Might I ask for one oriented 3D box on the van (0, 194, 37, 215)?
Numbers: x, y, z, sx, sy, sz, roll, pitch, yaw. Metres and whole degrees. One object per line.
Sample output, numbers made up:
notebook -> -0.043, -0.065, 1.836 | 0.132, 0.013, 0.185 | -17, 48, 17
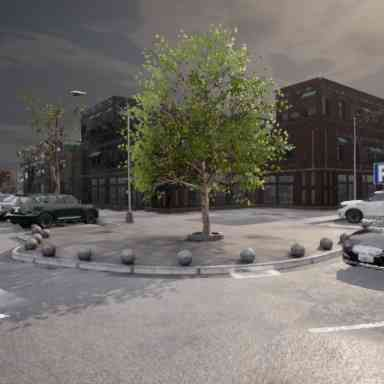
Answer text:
van -> -17.829, 1.170, 32.583 | 1.878, 1.987, 4.442 | 0, 0, 31

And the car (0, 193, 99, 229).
car -> -8.520, 1.134, 21.051 | 2.435, 2.045, 5.566 | 0, 0, 31

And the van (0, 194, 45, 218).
van -> -15.957, 1.168, 30.291 | 1.878, 1.987, 4.442 | 0, 0, 31

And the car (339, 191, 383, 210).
car -> 12.062, 0.903, 20.607 | 5.566, 2.045, 2.435 | -1, 0, 32

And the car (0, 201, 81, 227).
car -> -10.394, 1.417, 23.286 | 2.163, 1.488, 4.792 | 0, 0, 31

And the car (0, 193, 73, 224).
car -> -12.278, 1.138, 25.578 | 2.435, 2.045, 5.566 | 0, 0, 31

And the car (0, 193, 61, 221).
car -> -14.150, 1.140, 27.871 | 2.435, 2.045, 5.566 | 0, 0, 31

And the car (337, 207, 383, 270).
car -> 6.293, 1.320, 9.515 | 4.902, 1.511, 2.128 | -1, 1, -34
